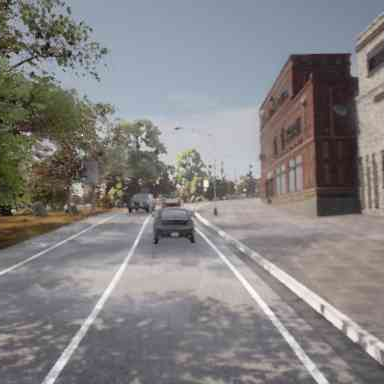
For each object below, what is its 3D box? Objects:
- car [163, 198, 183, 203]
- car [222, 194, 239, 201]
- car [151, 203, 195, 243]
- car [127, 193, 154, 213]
[{"bbox_3d":[-1.982,1.389,34.416,1.882,1.535,5.008,0,0,0],"label":"car"},{"bbox_3d":[8.622,1.136,74.848,2.128,1.511,4.902,-4,-2,39],"label":"car"},{"bbox_3d":[-0.911,1.506,16.245,1.837,1.490,4.892,0,0,-5],"label":"car"},{"bbox_3d":[-5.412,1.141,35.859,2.150,2.045,5.566,0,0,2],"label":"car"}]
